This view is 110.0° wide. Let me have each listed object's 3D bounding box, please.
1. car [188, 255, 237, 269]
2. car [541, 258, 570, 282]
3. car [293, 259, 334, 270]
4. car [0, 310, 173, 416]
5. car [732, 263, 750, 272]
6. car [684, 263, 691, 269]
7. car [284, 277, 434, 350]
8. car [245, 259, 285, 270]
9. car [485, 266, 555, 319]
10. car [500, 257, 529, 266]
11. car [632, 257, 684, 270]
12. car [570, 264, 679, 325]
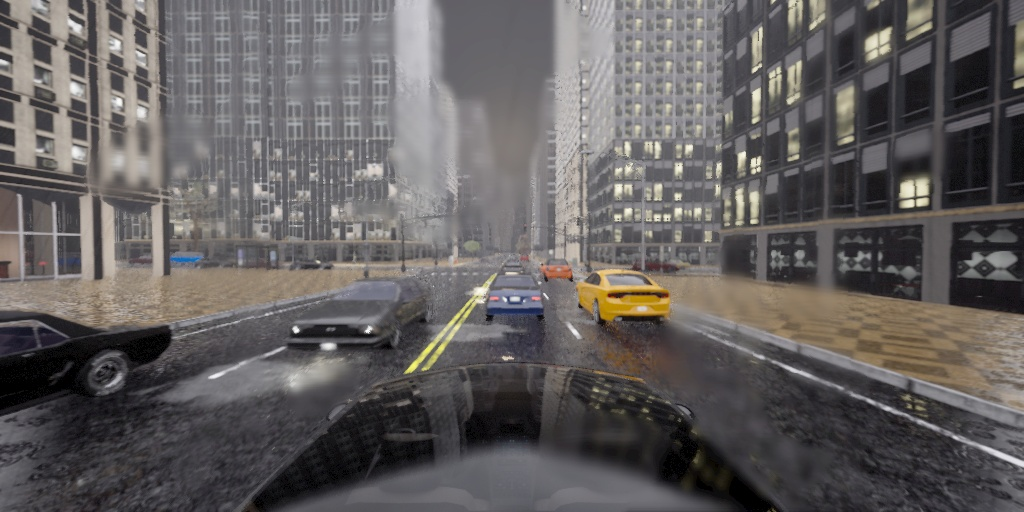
[{"bbox_3d":[-34.144,0.879,41.425,4.313,1.339,1.948,0,0,1],"label":"car"},{"bbox_3d":[3.319,0.966,27.486,2.097,1.767,4.553,0,0,0],"label":"car"},{"bbox_3d":[-22.779,0.983,41.133,4.313,1.339,1.948,0,0,1],"label":"car"},{"bbox_3d":[-6.602,1.342,3.715,1.895,1.301,4.718,0,0,0],"label":"car"},{"bbox_3d":[27.596,1.383,40.473,4.829,1.417,1.751,0,0,1],"label":"car"},{"bbox_3d":[21.747,1.159,48.946,4.829,1.417,1.751,0,0,1],"label":"car"},{"bbox_3d":[-3.359,1.261,9.227,2.033,1.411,5.357,0,0,0],"label":"car"},{"bbox_3d":[-28.463,0.948,41.259,4.207,1.307,1.802,0,0,1],"label":"car"},{"bbox_3d":[0.091,1.243,12.557,2.033,1.411,5.357,0,0,0],"label":"car"},{"bbox_3d":[0.069,1.101,28.145,2.128,1.511,4.902,0,0,0],"label":"car"},{"bbox_3d":[16.147,1.075,40.655,5.009,1.841,2.192,0,0,1],"label":"car"},{"bbox_3d":[3.337,1.177,11.671,1.882,1.535,5.008,0,1,0],"label":"car"}]
